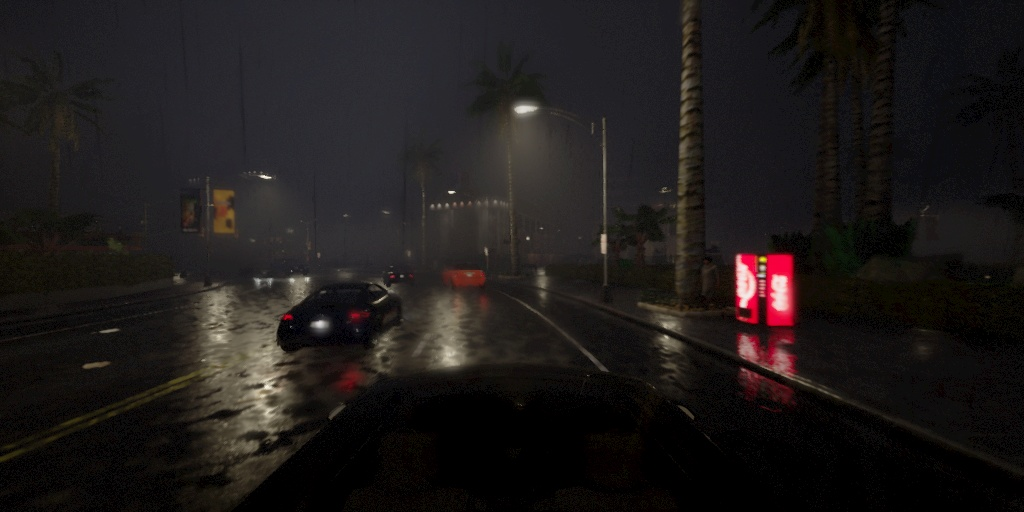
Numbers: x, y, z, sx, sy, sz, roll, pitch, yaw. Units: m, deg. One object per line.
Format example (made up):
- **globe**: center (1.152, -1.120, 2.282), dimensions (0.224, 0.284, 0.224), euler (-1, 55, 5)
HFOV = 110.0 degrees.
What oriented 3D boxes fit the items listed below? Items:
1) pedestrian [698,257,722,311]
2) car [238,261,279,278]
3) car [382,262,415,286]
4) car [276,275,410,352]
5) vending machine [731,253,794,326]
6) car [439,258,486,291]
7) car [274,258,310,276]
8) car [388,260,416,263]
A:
- **pedestrian**: center (6.131, 0.866, 11.154), dimensions (0.375, 1.860, 0.375), euler (0, 0, -7)
- **car**: center (-27.638, 1.531, 38.579), dimensions (4.902, 1.511, 2.128), euler (-1, 0, 34)
- **car**: center (-8.317, 1.413, 26.181), dimensions (2.033, 1.411, 5.357), euler (0, 0, -24)
- **car**: center (-4.078, 1.361, 9.218), dimensions (1.994, 1.385, 4.181), euler (0, 0, -6)
- **vending machine**: center (6.959, 0.911, 9.909), dimensions (1.100, 2.100, 0.880), euler (0, 0, -6)
- **car**: center (-3.212, 1.176, 23.018), dimensions (2.097, 1.767, 4.553), euler (-1, 0, -20)
- **car**: center (-25.756, 1.257, 41.539), dimensions (5.566, 2.045, 2.150), euler (-1, -1, 35)
- **car**: center (-12.674, 1.495, 39.704), dimensions (1.994, 1.385, 4.181), euler (0, 0, -45)
